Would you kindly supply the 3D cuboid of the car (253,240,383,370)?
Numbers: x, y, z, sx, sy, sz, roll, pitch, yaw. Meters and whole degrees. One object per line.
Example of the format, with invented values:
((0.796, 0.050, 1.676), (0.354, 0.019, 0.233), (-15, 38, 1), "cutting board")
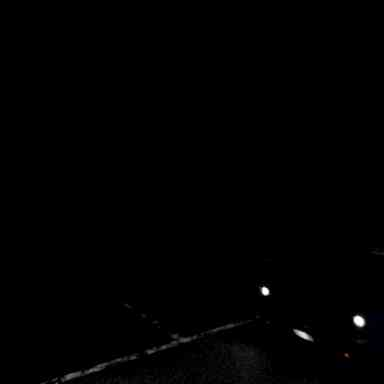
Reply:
((3.271, 1.583, 5.716), (4.718, 1.301, 1.895), (0, 0, -36), "car")
